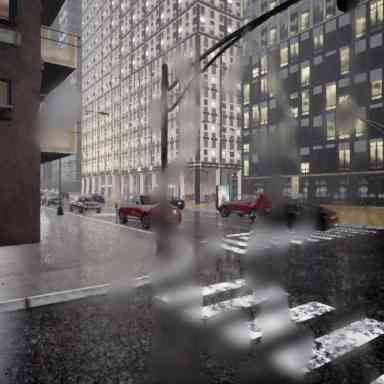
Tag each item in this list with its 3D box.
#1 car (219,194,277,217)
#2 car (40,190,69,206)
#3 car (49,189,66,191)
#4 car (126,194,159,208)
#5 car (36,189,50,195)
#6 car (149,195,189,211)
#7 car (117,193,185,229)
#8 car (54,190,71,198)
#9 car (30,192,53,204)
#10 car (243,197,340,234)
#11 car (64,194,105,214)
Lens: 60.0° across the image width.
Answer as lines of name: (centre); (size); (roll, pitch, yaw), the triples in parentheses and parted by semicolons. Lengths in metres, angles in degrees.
car: (4.131, 1.026, 24.255); (2.192, 1.841, 5.009); (1, 0, -36)
car: (-15.661, 0.826, 37.222); (2.008, 1.369, 4.403); (2, 0, -36)
car: (-22.111, 0.433, 55.915); (1.837, 1.490, 4.892); (0, 1, -36)
car: (-5.661, 0.965, 37.716); (1.947, 1.339, 4.313); (1, 0, -36)
car: (-35.016, -0.011, 78.097); (1.887, 1.381, 4.507); (1, 0, -36)
car: (-2.398, 1.069, 33.229); (1.947, 1.339, 4.313); (1, 0, -36)
car: (-2.610, 1.007, 19.278); (2.192, 1.841, 5.009); (2, 0, -36)
car: (-25.231, 0.309, 64.637); (1.887, 1.381, 4.507); (1, 0, -36)
car: (-18.923, 0.752, 41.707); (1.802, 1.307, 4.206); (2, 0, -36)
car: (5.446, 1.316, 18.134); (1.837, 1.490, 4.892); (-3, 3, -43)
car: (-9.140, 1.067, 28.250); (1.802, 1.307, 4.206); (2, 0, -36)
